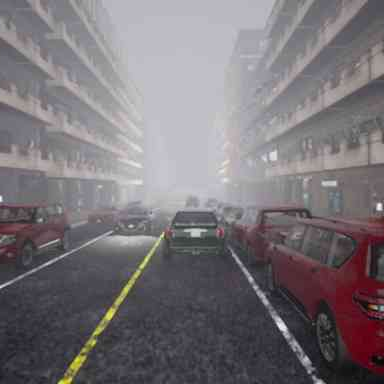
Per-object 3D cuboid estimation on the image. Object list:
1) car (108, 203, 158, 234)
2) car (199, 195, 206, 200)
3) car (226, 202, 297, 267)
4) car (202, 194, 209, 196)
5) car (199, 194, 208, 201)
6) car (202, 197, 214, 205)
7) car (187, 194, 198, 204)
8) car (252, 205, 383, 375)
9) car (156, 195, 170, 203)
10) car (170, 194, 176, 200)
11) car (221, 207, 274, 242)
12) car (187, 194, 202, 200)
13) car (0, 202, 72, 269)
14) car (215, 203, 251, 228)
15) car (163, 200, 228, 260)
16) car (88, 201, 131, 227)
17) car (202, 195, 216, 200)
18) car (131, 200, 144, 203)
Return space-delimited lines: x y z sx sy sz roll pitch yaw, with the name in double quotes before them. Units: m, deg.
"car" -3.097 1.538 18.877 1.994 1.385 4.181 0 0 0
"car" 2.678 1.417 84.910 1.802 1.307 4.206 -1 0 0
"car" 2.641 1.301 11.271 2.192 1.841 5.009 -1 0 0
"car" 2.678 1.469 50.923 2.008 1.369 4.403 -1 0 0
"car" 2.676 1.291 79.246 1.967 1.590 4.097 -1 0 0
"car" 2.678 1.488 56.587 1.802 1.307 4.206 -1 0 0
"car" 0.099 1.243 63.040 2.097 1.767 4.553 0 0 0
"car" 2.641 1.309 5.606 2.192 1.841 5.009 -1 0 0
"car" -5.703 1.444 62.196 2.008 1.369 4.403 -1 0 0
"car" -5.703 1.345 90.349 1.752 1.417 4.829 -1 0 0
"car" 2.645 1.544 16.936 1.947 1.339 4.313 -1 0 0
"car" 0.100 1.434 44.790 1.837 1.490 4.892 0 0 0
"car" -5.706 1.300 11.210 2.192 1.841 5.009 -1 0 0
"car" 2.645 1.514 22.600 1.887 1.381 4.507 -1 0 0
"car" 0.083 1.336 12.516 2.097 1.767 4.553 0 0 -1
"car" -5.702 1.513 22.540 1.887 1.381 4.507 -1 0 0
"car" 2.680 1.495 45.258 1.947 1.339 4.313 -1 0 0
"car" -5.702 1.515 33.871 1.947 1.339 4.313 -1 0 0
